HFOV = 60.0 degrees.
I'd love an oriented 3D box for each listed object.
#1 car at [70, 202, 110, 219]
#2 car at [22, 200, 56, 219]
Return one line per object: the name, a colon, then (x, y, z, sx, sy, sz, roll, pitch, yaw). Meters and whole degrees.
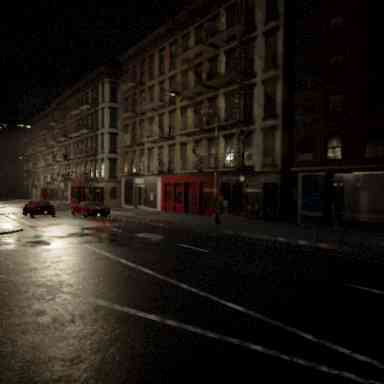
car: (-8.484, 1.455, 27.300, 1.895, 1.301, 4.718, 0, 0, -37)
car: (-12.610, 1.361, 27.382, 1.812, 1.442, 4.674, 0, 0, -37)
